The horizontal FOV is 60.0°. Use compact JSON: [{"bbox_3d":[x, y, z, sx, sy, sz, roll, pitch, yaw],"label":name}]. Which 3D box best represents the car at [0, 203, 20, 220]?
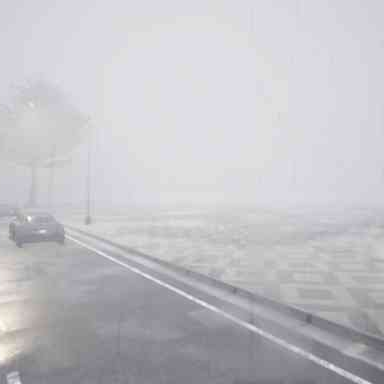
[{"bbox_3d":[-16.562,1.686,30.088,2.033,1.411,5.357,0,0,-32],"label":"car"}]

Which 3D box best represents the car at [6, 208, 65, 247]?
[{"bbox_3d":[-7.330,1.631,15.596,1.994,1.385,4.181,0,0,-33],"label":"car"}]
